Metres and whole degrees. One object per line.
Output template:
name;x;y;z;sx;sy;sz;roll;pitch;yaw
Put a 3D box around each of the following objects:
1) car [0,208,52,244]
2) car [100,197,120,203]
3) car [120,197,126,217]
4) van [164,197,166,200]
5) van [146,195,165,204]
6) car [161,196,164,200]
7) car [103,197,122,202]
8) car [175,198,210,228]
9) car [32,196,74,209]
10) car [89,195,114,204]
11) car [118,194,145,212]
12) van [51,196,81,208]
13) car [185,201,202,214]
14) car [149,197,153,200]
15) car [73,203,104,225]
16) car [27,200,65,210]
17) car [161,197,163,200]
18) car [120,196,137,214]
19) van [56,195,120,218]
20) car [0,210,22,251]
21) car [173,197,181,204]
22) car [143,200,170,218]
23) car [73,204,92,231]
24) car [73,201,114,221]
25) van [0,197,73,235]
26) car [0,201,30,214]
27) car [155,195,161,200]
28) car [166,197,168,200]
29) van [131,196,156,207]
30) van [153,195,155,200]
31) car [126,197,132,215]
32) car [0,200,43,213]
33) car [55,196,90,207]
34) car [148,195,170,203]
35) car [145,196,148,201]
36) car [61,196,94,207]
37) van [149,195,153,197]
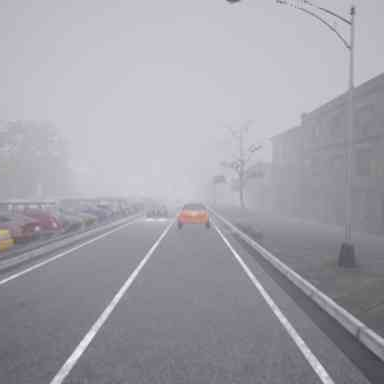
car;-8.894;1.602;14.107;4.792;1.488;2.163;0;0;0
car;-21.958;2.066;88.933;4.892;1.521;2.231;0;0;0
car;-8.897;1.593;30.927;4.553;1.767;2.185;0;0;0
van;-8.754;1.826;75.783;4.442;1.987;1.878;0;0;0
van;-8.988;1.832;81.394;4.442;1.987;1.878;0;0;0
car;-8.899;2.067;70.178;4.792;1.488;2.163;0;0;0
car;-21.981;2.097;91.708;4.792;1.488;2.163;0;0;0
car;0.131;1.536;23.900;2.097;1.767;4.553;0;-1;0
car;-21.977;1.659;52.844;5.566;2.045;2.435;0;-1;0
car;-21.922;1.806;80.605;5.566;2.045;2.435;0;0;0
car;-8.839;1.541;39.338;5.566;2.045;2.435;0;0;0
van;-22.065;1.733;58.394;4.442;1.987;1.878;0;-1;0
car;0.153;1.886;42.003;2.033;1.411;5.357;0;-1;0
car;-8.862;1.891;50.548;4.892;1.521;2.231;0;-1;0
car;-8.836;1.675;22.516;4.792;1.488;2.163;0;-1;0
car;-21.919;1.916;50.066;4.792;1.488;2.163;0;-1;0
car;-8.867;2.063;67.370;4.674;1.452;2.002;0;0;0
car;-8.835;1.642;36.534;4.553;1.767;2.185;0;0;0
van;-8.749;1.469;28.125;4.442;1.987;1.878;0;0;0
car;-9.050;1.545;11.304;5.366;1.575;1.946;0;0;0
car;-3.155;1.939;75.271;1.837;1.490;4.892;0;0;0
car;-3.304;1.824;32.794;1.994;1.385;4.181;0;0;0
car;-8.836;1.651;19.713;4.792;1.488;2.163;0;0;0
car;-8.860;1.670;25.320;5.008;1.535;2.097;0;0;0
van;-8.748;1.371;16.912;4.442;1.987;1.878;0;-1;0
car;-21.952;1.790;38.963;4.892;1.521;2.231;0;-1;0
car;-8.841;1.712;58.961;5.566;2.045;2.435;0;-1;0
car;-8.865;2.056;78.590;5.008;1.535;2.097;0;0;0
van;-8.986;1.762;61.761;4.442;1.987;1.878;0;0;0
van;-8.985;1.713;56.157;4.442;1.987;1.878;0;-1;0
car;-8.835;1.618;33.730;4.553;1.767;2.185;0;0;0
car;-21.762;1.810;41.739;5.366;1.575;1.946;0;0;0
car;-21.977;1.731;61.171;5.566;2.045;2.435;0;0;0
car;-8.843;1.814;89.804;5.566;2.045;2.435;0;0;0
car;-8.839;1.566;42.141;5.566;2.045;2.435;0;-1;0
car;-21.920;1.751;63.947;5.566;2.045;2.435;0;0;0
van;-8.985;1.689;53.353;4.442;1.987;1.878;0;-1;0
